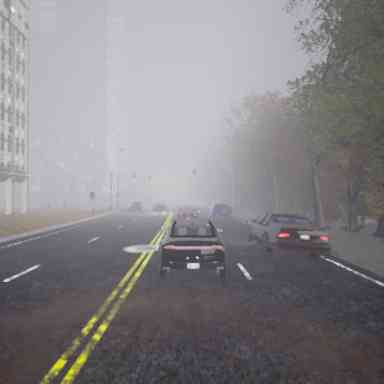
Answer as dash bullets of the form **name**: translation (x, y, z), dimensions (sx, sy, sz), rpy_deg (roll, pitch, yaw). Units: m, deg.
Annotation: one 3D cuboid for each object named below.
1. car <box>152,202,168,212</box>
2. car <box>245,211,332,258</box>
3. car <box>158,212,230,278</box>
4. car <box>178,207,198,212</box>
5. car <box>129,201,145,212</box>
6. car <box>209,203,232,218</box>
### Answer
- **car**: translation (-4.486, 2.131, 47.209), dimensions (1.994, 1.385, 4.181), rpy_deg (0, -1, -3)
- **car**: translation (3.343, 1.450, 12.506), dimensions (2.033, 1.411, 5.357), rpy_deg (6, -1, -1)
- **car**: translation (0.009, 1.617, 10.546), dimensions (2.128, 1.511, 4.902), rpy_deg (0, -1, -1)
- **car**: translation (-0.416, 1.996, 30.593), dimensions (1.895, 1.301, 4.718), rpy_deg (1, -1, -2)
- **car**: translation (-7.733, 2.051, 47.081), dimensions (1.882, 1.535, 5.008), rpy_deg (0, -1, -3)
- **car**: translation (2.771, 1.810, 33.231), dimensions (1.882, 1.535, 5.008), rpy_deg (0, -3, -3)
